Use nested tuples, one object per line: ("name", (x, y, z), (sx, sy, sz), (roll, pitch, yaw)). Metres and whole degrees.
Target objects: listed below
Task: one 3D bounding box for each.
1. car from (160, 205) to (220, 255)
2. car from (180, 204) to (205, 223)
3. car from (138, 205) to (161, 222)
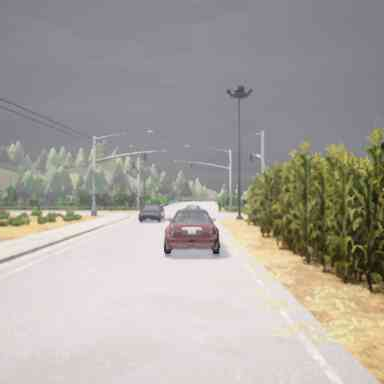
("car", (-0.003, 1.482, 14.089), (2.097, 1.767, 4.553), (0, -1, 0))
("car", (0.091, 1.838, 29.248), (1.994, 1.385, 4.181), (0, 0, 1))
("car", (-3.413, 1.819, 29.153), (2.033, 1.411, 5.357), (0, -1, 1))
